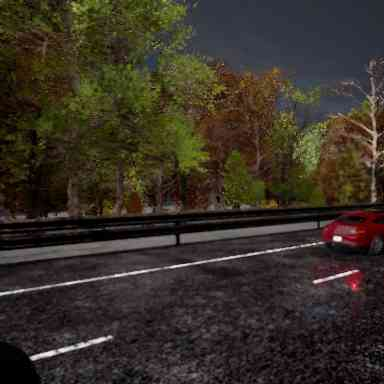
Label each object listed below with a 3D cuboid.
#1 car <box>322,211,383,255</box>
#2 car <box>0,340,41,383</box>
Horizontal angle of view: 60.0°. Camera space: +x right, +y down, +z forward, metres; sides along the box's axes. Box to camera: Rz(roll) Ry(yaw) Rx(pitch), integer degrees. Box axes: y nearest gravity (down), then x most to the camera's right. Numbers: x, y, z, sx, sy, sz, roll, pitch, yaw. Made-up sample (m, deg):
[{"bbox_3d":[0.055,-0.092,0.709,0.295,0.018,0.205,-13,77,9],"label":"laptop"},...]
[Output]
[{"bbox_3d":[7.011,1.483,13.118,4.674,1.442,1.812,0,0,-36],"label":"car"},{"bbox_3d":[-3.258,1.513,1.437,4.892,1.490,1.837,0,0,-35],"label":"car"}]
